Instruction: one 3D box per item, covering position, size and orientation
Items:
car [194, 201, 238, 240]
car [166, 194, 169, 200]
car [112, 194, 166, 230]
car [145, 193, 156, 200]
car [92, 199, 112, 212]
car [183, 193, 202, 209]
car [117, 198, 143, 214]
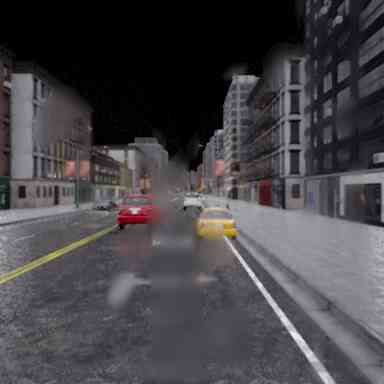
[{"bbox_3d":[1.136,1.435,16.722,1.801,1.575,5.366,0,0,0],"label":"car"},{"bbox_3d":[-6.507,1.298,77.560,1.837,1.490,4.892,0,0,0],"label":"car"},{"bbox_3d":[-3.140,1.194,21.013,2.150,2.045,5.566,0,0,0],"label":"car"},{"bbox_3d":[-9.757,1.022,78.337,2.128,1.511,4.902,0,0,0],"label":"car"},{"bbox_3d":[-9.848,1.508,37.575,1.994,1.385,4.181,0,0,0],"label":"car"},{"bbox_3d":[0.066,1.157,43.306,2.150,2.045,5.566,0,0,0],"label":"car"},{"bbox_3d":[-6.596,1.452,35.926,1.837,1.490,4.892,0,0,0],"label":"car"}]
